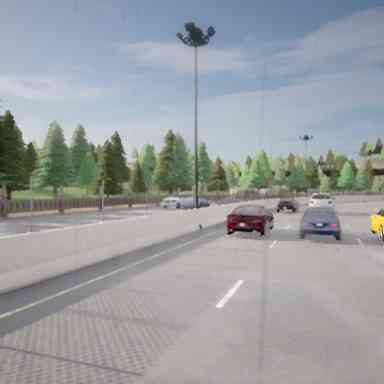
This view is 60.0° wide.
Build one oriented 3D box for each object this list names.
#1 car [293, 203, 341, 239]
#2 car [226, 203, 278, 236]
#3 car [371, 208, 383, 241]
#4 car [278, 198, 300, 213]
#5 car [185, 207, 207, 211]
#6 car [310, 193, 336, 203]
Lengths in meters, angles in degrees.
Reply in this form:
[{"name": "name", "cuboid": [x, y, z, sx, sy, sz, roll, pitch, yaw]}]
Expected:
[{"name": "car", "cuboid": [6.570, 1.506, 17.091, 2.033, 1.411, 5.357, 0, 0, 21]}, {"name": "car", "cuboid": [3.324, 1.441, 18.404, 1.882, 1.535, 5.008, 0, 0, 21]}, {"name": "car", "cuboid": [9.862, 1.432, 15.896, 1.882, 1.535, 5.008, 0, 0, 21]}, {"name": "car", "cuboid": [10.483, 1.421, 36.077, 1.837, 1.490, 4.892, 0, -1, 24]}, {"name": "car", "cuboid": [0.600, 1.458, 40.182, 1.812, 1.442, 4.674, 0, 0, 24]}, {"name": "car", "cuboid": [13.265, 1.140, 33.813, 2.150, 2.045, 5.566, 0, 0, 25]}]
